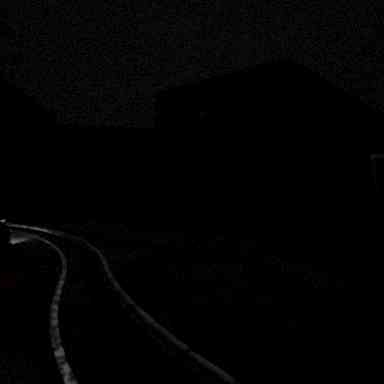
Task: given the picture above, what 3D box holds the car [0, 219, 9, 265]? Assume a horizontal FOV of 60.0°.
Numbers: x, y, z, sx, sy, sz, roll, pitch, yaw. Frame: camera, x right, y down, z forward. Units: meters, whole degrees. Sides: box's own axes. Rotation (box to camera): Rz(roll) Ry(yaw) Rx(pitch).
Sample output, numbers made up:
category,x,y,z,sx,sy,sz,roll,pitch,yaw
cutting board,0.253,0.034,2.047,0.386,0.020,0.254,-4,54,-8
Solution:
category,x,y,z,sx,sy,sz,roll,pitch,yaw
car,-6.799,1.312,10.217,1.994,1.385,4.181,2,0,-27
